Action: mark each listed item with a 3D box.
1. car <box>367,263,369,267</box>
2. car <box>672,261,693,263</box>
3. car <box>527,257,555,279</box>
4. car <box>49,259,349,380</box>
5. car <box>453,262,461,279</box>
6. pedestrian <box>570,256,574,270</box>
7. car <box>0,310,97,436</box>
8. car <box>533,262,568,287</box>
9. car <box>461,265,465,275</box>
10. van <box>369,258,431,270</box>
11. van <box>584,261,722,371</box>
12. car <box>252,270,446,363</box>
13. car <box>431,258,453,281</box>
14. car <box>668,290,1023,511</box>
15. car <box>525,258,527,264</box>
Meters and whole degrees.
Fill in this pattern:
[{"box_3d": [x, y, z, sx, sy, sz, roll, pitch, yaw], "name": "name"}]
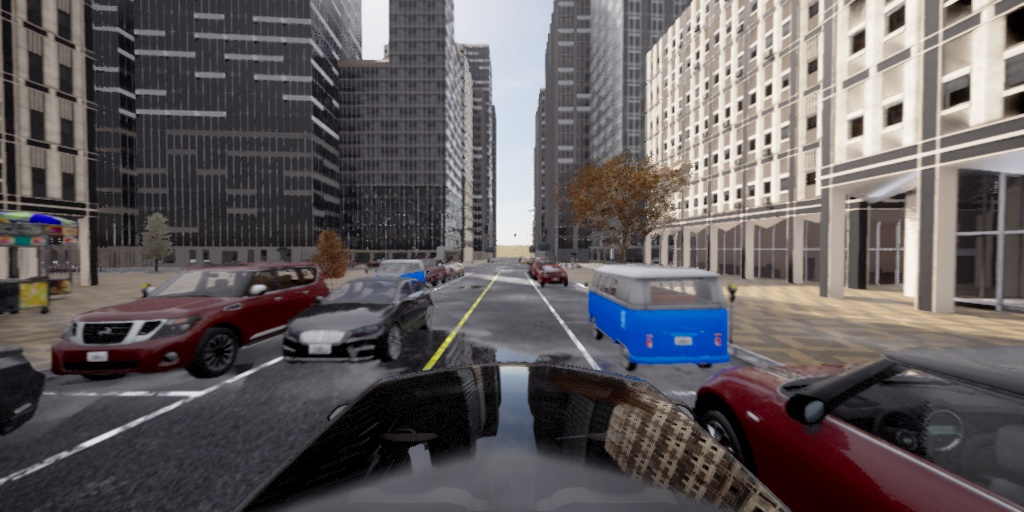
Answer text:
[{"box_3d": [-22.570, 1.190, 61.345, 4.097, 1.591, 1.967, 0, 0, -5], "name": "car"}, {"box_3d": [27.384, 1.218, 57.533, 4.207, 1.307, 1.802, 0, 0, -5], "name": "car"}, {"box_3d": [2.691, 1.052, 29.951, 2.192, 1.841, 5.009, 0, 0, 0], "name": "car"}, {"box_3d": [-5.691, 1.062, 7.449, 2.192, 1.841, 5.009, 0, 0, 0], "name": "car"}, {"box_3d": [-5.690, 1.319, 29.952, 1.802, 1.307, 4.207, 0, 0, 0], "name": "car"}, {"box_3d": [8.136, 0.902, 48.349, 0.375, 1.860, 0.375, -1, 1, 0], "name": "pedestrian"}, {"box_3d": [-5.691, 1.301, 1.823, 2.007, 1.370, 4.403, 0, 0, 0], "name": "car"}, {"box_3d": [2.691, 1.285, 24.325, 1.888, 1.381, 4.507, 0, 0, 0], "name": "car"}, {"box_3d": [-5.690, 1.259, 35.407, 1.751, 1.417, 4.829, 0, 0, 0], "name": "car"}, {"box_3d": [-5.690, 1.083, 18.700, 1.690, 1.789, 3.998, 0, 0, 0], "name": "van"}, {"box_3d": [2.691, 1.088, 7.449, 1.690, 1.789, 3.998, 0, 0, 0], "name": "van"}, {"box_3d": [-3.100, 1.239, 8.242, 2.128, 1.511, 4.902, 0, 0, 0], "name": "car"}, {"box_3d": [-5.690, 1.054, 24.325, 2.192, 1.841, 5.009, 0, 0, 0], "name": "car"}, {"box_3d": [2.690, 1.190, 1.824, 1.967, 1.591, 4.097, 0, 0, 0], "name": "car"}, {"box_3d": [2.691, 1.048, 35.577, 2.192, 1.841, 5.009, 0, 0, 0], "name": "car"}]
